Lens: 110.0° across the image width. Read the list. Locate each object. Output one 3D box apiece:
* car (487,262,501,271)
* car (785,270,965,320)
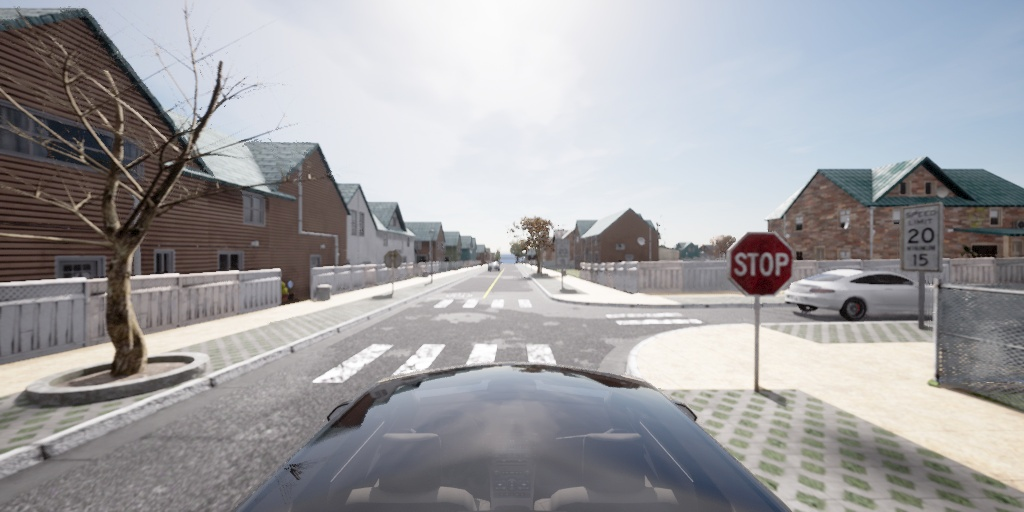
[{"bbox_3d":[-2.878,1.680,57.970,2.128,1.511,4.902,0,-1,0],"label":"car"},{"bbox_3d":[11.356,1.155,11.418,4.674,1.442,1.812,-1,0,0],"label":"car"}]
